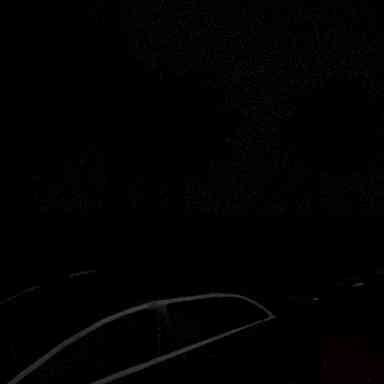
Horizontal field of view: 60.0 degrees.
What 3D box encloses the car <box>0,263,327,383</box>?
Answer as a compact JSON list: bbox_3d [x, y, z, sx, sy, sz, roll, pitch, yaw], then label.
[{"bbox_3d":[-0.851,1.495,2.824,4.902,1.511,2.128,0,0,-36],"label":"car"}]
